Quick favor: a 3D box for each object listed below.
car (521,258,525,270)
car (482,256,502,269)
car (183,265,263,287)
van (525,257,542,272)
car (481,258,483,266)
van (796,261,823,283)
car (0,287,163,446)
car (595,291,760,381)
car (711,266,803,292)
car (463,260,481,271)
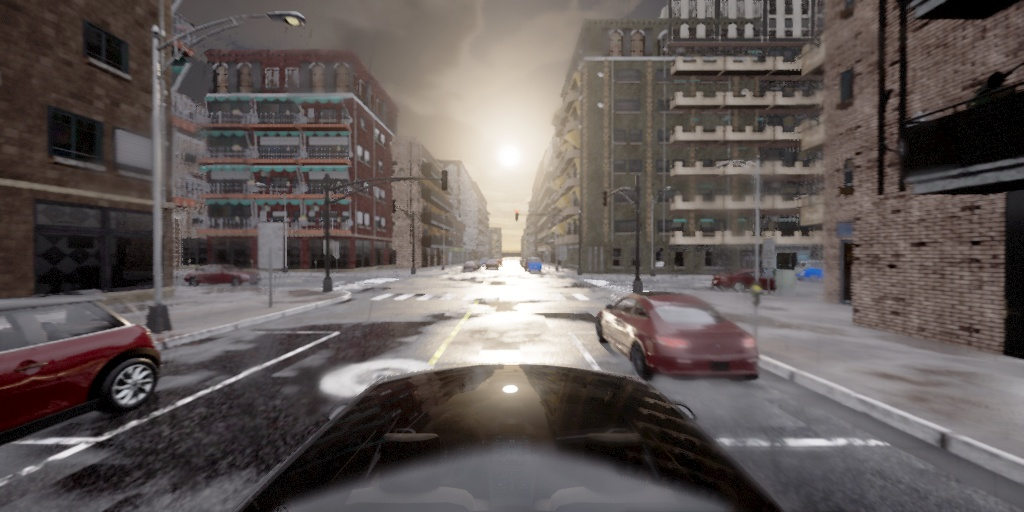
[{"bbox_3d":[2.735,1.068,50.273,2.192,1.841,5.009,0,0,0],"label":"car"},{"bbox_3d":[-3.048,1.238,55.426,1.882,1.535,5.008,0,0,0],"label":"car"},{"bbox_3d":[-17.739,1.203,22.063,4.207,1.307,1.802,0,0,0],"label":"car"},{"bbox_3d":[2.823,1.088,44.776,1.690,1.789,3.998,0,0,0],"label":"van"},{"bbox_3d":[-5.831,1.328,55.846,1.948,1.339,4.313,0,0,0],"label":"car"},{"bbox_3d":[26.100,1.326,30.348,3.998,1.789,1.690,0,0,0],"label":"van"},{"bbox_3d":[-5.732,1.189,3.096,1.967,1.591,4.097,0,0,0],"label":"car"},{"bbox_3d":[2.799,1.327,6.876,1.802,1.307,4.207,0,0,0],"label":"car"},{"bbox_3d":[14.714,1.485,22.000,4.507,1.381,1.888,0,0,0],"label":"car"},{"bbox_3d":[-5.831,1.336,50.324,1.802,1.307,4.207,0,0,0],"label":"car"}]
